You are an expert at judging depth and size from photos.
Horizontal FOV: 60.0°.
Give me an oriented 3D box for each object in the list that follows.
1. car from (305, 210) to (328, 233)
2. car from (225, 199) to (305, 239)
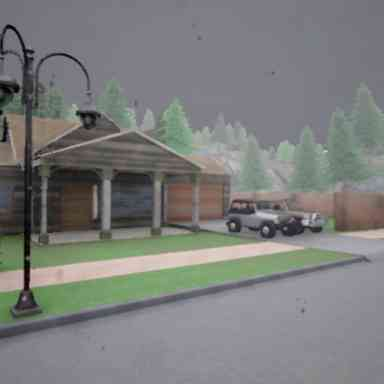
[{"bbox_3d":[5.320,1.338,19.125,1.932,1.855,4.605,1,0,-36],"label":"car"},{"bbox_3d":[3.502,1.313,17.345,1.905,1.878,3.866,1,0,-36],"label":"car"}]
